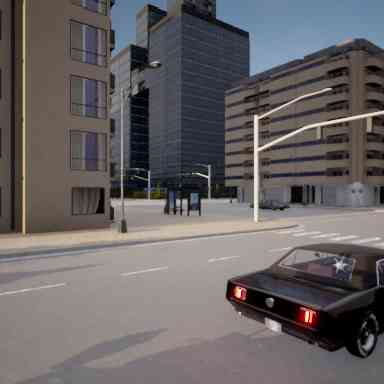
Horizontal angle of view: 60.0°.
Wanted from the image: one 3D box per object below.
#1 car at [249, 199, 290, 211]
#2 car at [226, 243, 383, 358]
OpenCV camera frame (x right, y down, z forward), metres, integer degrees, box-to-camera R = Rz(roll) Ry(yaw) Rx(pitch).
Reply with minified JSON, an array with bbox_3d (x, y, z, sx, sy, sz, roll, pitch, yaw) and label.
[{"bbox_3d":[9.812,1.629,42.425,2.033,1.411,5.357,0,0,-38],"label":"car"},{"bbox_3d":[2.944,1.605,6.026,4.718,1.301,1.895,0,0,-36],"label":"car"}]
